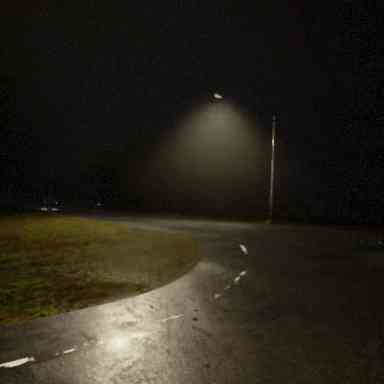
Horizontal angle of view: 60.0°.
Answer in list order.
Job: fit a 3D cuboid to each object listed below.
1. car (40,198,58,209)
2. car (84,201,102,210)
[{"bbox_3d":[-23.096,1.703,53.685,2.097,1.767,4.553,4,-3,-33],"label":"car"},{"bbox_3d":[-16.969,2.261,56.818,2.128,1.511,4.902,4,-3,-35],"label":"car"}]
